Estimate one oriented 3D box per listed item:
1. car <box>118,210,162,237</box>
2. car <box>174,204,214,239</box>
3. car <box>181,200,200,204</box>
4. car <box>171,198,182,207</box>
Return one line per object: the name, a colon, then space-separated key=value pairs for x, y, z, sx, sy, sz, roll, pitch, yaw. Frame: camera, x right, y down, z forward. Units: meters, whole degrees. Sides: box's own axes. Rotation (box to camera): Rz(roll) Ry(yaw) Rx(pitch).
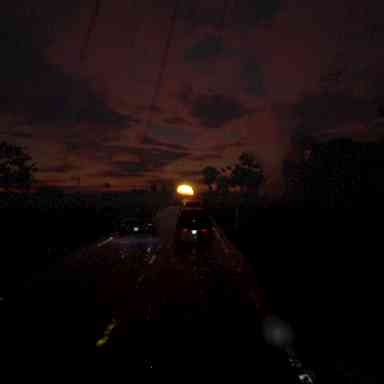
car: x=-2.831 y=1.697 z=18.811 sx=1.994 sy=1.385 sz=4.181 roll=0 pitch=0 yaw=0
car: x=0.109 y=1.632 z=17.983 sx=1.837 sy=1.490 sz=4.892 roll=0 pitch=0 yaw=0
car: x=0.131 y=1.748 z=34.406 sx=1.837 sy=1.490 sz=4.892 roll=0 pitch=0 yaw=0
car: x=-2.728 y=1.924 z=61.761 sx=1.882 sy=1.535 sz=5.008 roll=0 pitch=0 yaw=1
